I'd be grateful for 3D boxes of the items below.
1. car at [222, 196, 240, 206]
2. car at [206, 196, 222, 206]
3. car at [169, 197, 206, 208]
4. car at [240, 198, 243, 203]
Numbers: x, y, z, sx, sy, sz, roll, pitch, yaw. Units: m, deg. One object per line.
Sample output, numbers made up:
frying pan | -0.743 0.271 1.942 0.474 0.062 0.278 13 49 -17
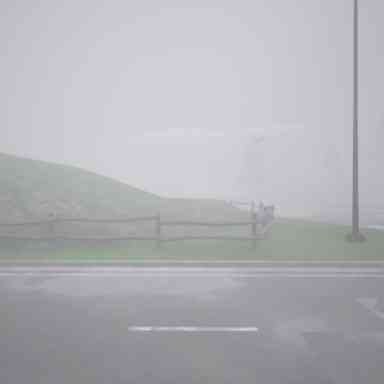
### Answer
car | 4.758 1.434 54.540 4.902 1.511 2.128 0 0 41
car | 1.969 1.507 52.126 4.181 1.385 1.994 0 0 39
car | -0.741 1.468 49.831 4.674 1.442 1.812 0 0 38
car | 6.673 1.466 57.506 4.674 1.442 1.812 0 0 41
